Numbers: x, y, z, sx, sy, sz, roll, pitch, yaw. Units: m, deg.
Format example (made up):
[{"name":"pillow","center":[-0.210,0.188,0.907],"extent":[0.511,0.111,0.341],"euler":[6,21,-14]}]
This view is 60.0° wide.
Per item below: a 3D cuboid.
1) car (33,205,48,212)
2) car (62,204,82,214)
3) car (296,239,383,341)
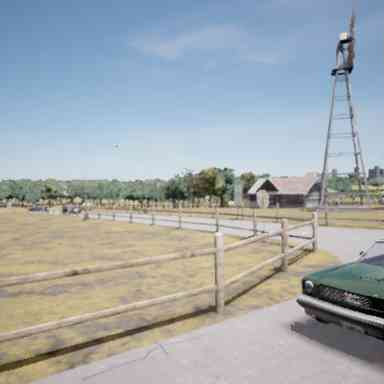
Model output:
[{"name":"car","center":[-36.343,3.907,80.463],"extent":[2.097,1.767,4.553],"euler":[-1,-3,-36]},{"name":"car","center":[-18.189,2.571,50.298],"extent":[2.128,1.511,4.902],"euler":[-1,-2,-36]},{"name":"car","center":[3.962,1.505,5.789],"extent":[4.718,1.301,1.895],"euler":[-1,0,-36]}]
